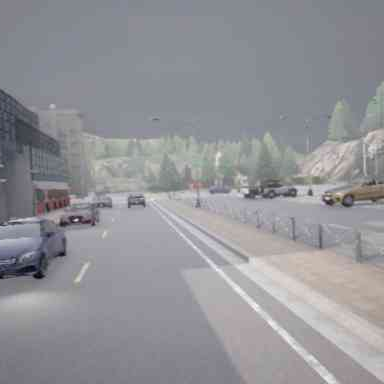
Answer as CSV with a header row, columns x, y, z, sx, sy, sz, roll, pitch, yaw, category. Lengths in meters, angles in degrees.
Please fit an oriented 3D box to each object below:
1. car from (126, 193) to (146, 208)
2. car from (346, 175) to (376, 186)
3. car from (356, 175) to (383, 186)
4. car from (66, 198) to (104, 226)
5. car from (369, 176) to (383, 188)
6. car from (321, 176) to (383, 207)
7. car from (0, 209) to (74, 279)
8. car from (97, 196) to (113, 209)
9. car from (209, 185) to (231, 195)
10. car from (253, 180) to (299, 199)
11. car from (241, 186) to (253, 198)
x,y,z,sx,sy,sz,roll,pitch,yaw,category
-6.143,0.865,36.687,2.128,1.511,4.902,-4,2,-10,car
30.217,-2.044,59.508,4.514,1.523,2.007,-4,2,-10,car
30.819,-2.004,56.429,5.027,1.636,2.152,-4,2,-10,car
-7.049,1.416,21.248,1.994,1.385,4.181,-4,2,-9,car
25.359,-1.336,43.431,3.633,1.501,1.845,-4,2,-10,car
10.919,-0.041,21.257,5.027,1.636,2.152,-4,2,-10,car
-5.053,1.567,10.065,1.812,1.442,4.674,-4,2,-10,car
-9.692,1.158,36.332,1.994,1.385,4.181,-4,1,-10,car
4.637,-0.375,54.960,3.633,1.501,1.845,-4,2,-10,car
8.666,-0.330,33.848,3.866,1.878,1.905,-4,2,-10,car
7.751,-0.333,36.637,4.605,1.855,1.932,-4,2,-10,car
